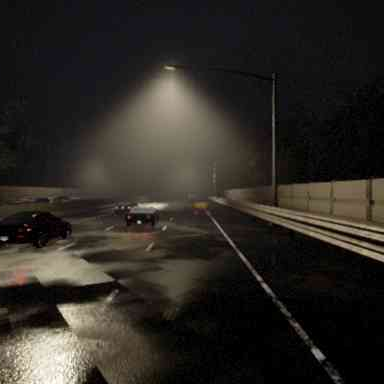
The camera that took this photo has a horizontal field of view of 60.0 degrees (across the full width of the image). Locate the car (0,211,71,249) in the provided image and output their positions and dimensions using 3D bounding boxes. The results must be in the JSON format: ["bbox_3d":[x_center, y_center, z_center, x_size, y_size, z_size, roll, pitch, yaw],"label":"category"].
[{"bbox_3d":[-6.886,1.554,14.565,1.812,1.442,4.674,0,0,0],"label":"car"}]

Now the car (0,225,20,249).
[{"bbox_3d":[-3.397,1.357,2.190,2.097,1.767,4.553,0,0,0],"label":"car"}]

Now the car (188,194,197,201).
[{"bbox_3d":[0.077,1.451,84.989,2.097,1.767,4.553,0,0,0],"label":"car"}]

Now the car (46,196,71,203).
[{"bbox_3d":[-21.015,1.481,53.348,2.097,1.767,4.553,0,0,1],"label":"car"}]

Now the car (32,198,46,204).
[{"bbox_3d":[-24.491,1.660,54.667,1.812,1.442,4.674,0,0,1],"label":"car"}]

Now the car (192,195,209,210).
[{"bbox_3d":[1.266,1.555,45.037,1.801,1.575,5.366,0,0,0],"label":"car"}]

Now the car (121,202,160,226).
[{"bbox_3d":[-3.379,1.645,23.494,1.895,1.301,4.718,0,0,0],"label":"car"}]

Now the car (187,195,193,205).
[{"bbox_3d":[0.058,1.687,63.403,1.812,1.442,4.674,0,0,0],"label":"car"}]

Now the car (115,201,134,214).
[{"bbox_3d":[-6.870,1.618,35.626,2.033,1.411,5.357,0,0,0],"label":"car"}]
